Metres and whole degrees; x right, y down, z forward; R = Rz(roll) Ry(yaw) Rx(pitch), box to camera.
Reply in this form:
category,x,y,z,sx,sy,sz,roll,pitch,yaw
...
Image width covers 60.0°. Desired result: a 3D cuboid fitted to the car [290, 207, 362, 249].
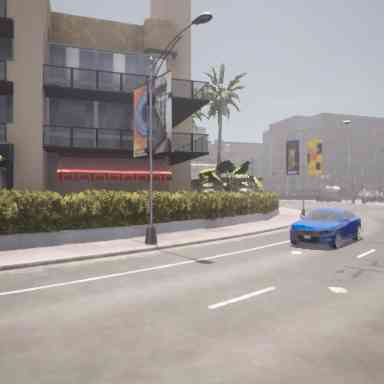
category,x,y,z,sx,sy,sz,roll,pitch,yaw
car,6.081,1.477,14.839,1.882,1.535,5.008,0,0,40
